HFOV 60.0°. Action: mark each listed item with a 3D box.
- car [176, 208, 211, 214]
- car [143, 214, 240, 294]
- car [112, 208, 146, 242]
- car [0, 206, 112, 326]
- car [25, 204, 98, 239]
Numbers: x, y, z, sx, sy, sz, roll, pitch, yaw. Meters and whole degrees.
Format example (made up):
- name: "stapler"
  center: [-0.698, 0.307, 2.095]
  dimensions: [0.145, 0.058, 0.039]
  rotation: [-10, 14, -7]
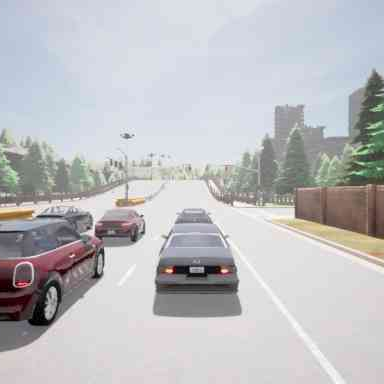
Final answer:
- name: "car"
  center: [0.096, 1.564, 18.168]
  dimensions: [1.994, 1.385, 4.181]
  rotation: [0, 0, 0]
- name: "car"
  center: [0.097, 1.547, 8.927]
  dimensions: [2.033, 1.411, 5.357]
  rotation: [0, 0, 0]
- name: "car"
  center: [-3.408, 1.526, 16.216]
  dimensions: [1.812, 1.442, 4.674]
  rotation: [0, 0, -1]
- name: "car"
  center: [-3.403, 1.352, 7.222]
  dimensions: [2.097, 1.767, 4.553]
  rotation: [0, 0, 0]
- name: "car"
  center: [-6.906, 1.492, 18.317]
  dimensions: [2.128, 1.511, 4.902]
  rotation: [0, 0, 0]
